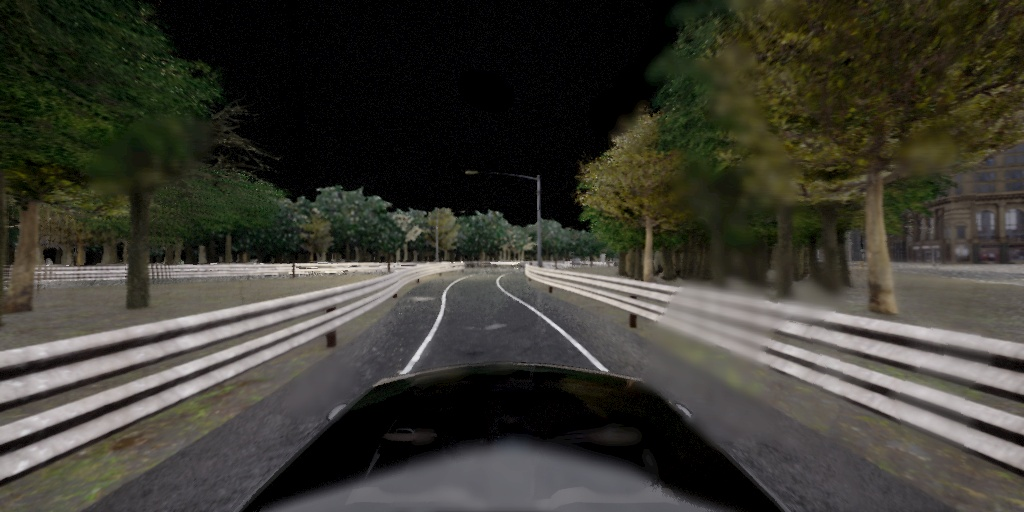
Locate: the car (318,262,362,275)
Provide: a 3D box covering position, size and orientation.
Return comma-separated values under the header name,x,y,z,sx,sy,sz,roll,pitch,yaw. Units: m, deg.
name,x,y,z,sx,sy,sz,roll,pitch,yaw
car,-19.953,1.397,41.794,2.128,1.511,4.902,-1,-1,36
